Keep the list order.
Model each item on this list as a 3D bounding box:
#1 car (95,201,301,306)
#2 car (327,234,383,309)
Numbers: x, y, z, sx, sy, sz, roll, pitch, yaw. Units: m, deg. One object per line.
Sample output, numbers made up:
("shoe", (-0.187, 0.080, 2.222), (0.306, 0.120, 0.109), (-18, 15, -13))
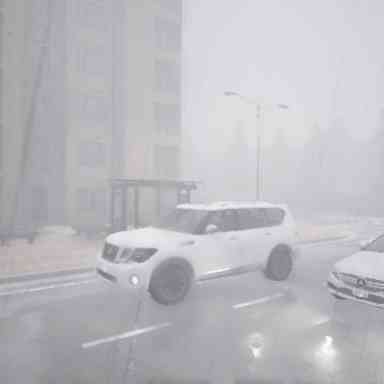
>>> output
("car", (0.443, 1.275, 8.538), (5.566, 2.045, 2.150), (1, -1, -35))
("car", (4.993, 1.608, 7.443), (4.674, 1.442, 1.812), (1, 0, -35))
